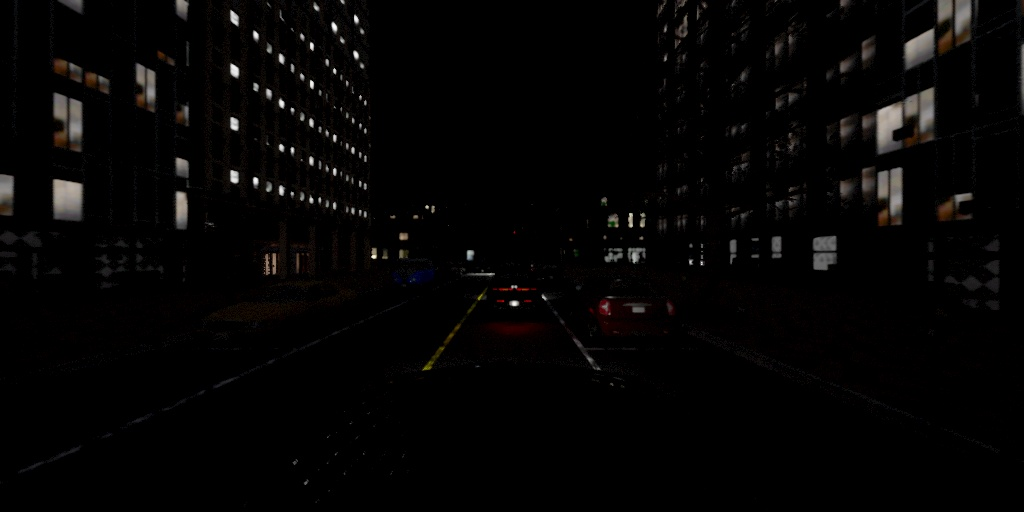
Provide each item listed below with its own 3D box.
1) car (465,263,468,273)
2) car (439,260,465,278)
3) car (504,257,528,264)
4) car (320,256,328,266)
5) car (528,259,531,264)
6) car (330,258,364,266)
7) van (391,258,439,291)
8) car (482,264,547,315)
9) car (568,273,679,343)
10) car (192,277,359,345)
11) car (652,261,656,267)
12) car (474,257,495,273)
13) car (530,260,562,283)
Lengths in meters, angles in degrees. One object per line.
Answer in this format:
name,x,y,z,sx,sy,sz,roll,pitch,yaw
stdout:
car,-5.702,1.159,38.041,2.007,1.370,4.403,0,0,0
car,-5.700,1.071,32.349,1.967,1.591,4.097,0,0,0
car,0.080,1.118,29.970,1.882,1.535,5.008,0,0,0
car,-30.969,0.702,56.196,5.009,1.841,2.192,0,0,1
car,2.681,1.176,32.334,1.888,1.381,4.507,0,0,0
car,-25.432,0.962,56.112,4.403,1.370,2.007,0,0,1
van,-5.696,1.017,20.965,1.690,1.789,3.998,0,0,0
car,0.080,1.209,13.391,1.837,1.490,4.892,0,0,0
car,2.688,1.160,9.567,1.967,1.591,4.097,0,0,0
car,-5.693,1.245,9.410,1.751,1.417,4.829,0,0,0
car,23.626,1.222,55.338,4.207,1.307,1.802,0,0,1
car,-3.078,1.148,40.298,2.033,1.411,5.357,0,0,0
car,2.683,1.204,26.643,2.007,1.370,4.403,0,0,0
